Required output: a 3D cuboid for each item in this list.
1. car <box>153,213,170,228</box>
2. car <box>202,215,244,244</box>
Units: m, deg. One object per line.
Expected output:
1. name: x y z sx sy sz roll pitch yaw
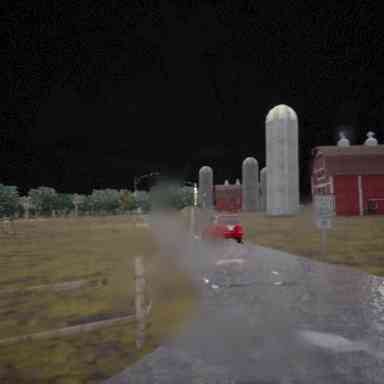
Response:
1. car: -4.623 4.198 49.697 2.150 2.045 5.566 1 -3 -9
2. car: 2.219 2.767 25.372 2.150 2.045 5.566 1 -4 -9
